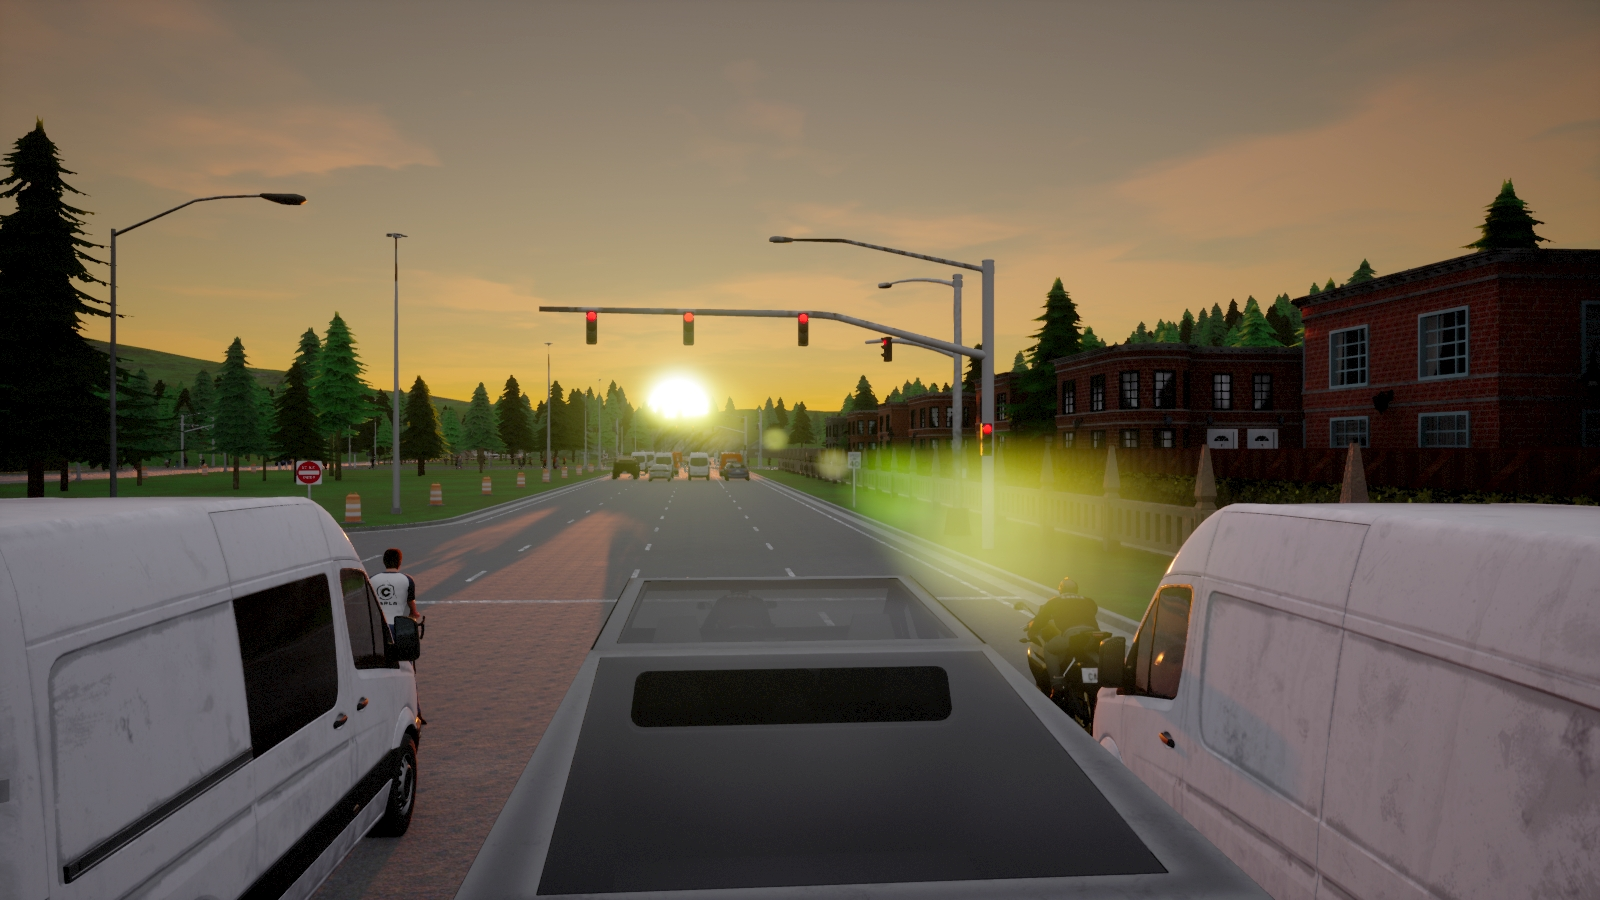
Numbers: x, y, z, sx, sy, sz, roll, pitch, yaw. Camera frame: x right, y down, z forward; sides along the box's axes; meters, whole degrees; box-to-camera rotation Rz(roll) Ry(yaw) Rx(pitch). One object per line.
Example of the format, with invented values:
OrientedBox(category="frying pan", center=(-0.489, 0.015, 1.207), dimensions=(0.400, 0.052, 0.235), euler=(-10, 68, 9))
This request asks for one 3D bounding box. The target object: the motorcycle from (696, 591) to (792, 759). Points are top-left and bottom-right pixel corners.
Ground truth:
OrientedBox(category="motorcycle", center=(-0.613, 2.205, 11.622), dimensions=(0.867, 1.251, 2.209), euler=(0, 0, -6))

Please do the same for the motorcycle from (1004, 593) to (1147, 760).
OrientedBox(category="motorcycle", center=(2.714, 2.205, 11.543), dimensions=(0.867, 1.251, 2.209), euler=(0, 0, -2))

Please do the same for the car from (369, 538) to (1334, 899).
OrientedBox(category="car", center=(-0.117, 1.754, 5.929), dimensions=(2.390, 2.098, 6.274), euler=(0, 0, -5))

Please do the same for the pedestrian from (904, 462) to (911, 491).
OrientedBox(category="pedestrian", center=(6.931, 1.698, 73.512), dimensions=(0.375, 1.860, 0.375), euler=(0, 0, -5))

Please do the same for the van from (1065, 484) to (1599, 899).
OrientedBox(category="van", center=(3.020, 1.534, 5.590), dimensions=(1.988, 2.561, 5.915), euler=(0, 0, -1))

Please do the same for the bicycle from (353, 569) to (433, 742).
OrientedBox(category="bicycle", center=(-4.173, 2.056, 11.794), dimensions=(0.373, 1.496, 1.643), euler=(0, 0, -5))

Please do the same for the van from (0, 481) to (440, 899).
OrientedBox(category="van", center=(-3.677, 1.534, 6.378), dimensions=(1.988, 2.561, 5.915), euler=(0, 0, -5))
